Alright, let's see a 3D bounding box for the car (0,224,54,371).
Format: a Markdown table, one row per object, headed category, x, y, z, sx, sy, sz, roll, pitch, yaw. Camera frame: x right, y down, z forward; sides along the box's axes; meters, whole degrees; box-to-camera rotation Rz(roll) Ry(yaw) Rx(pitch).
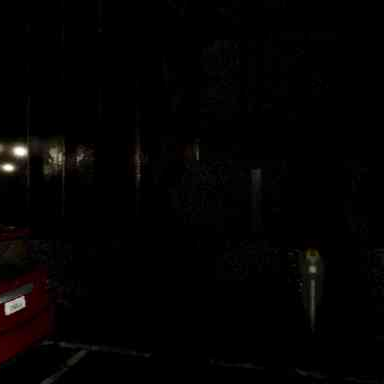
| category | x | y | z | sx | sy | sz | roll | pitch | yaw |
| --- | --- | --- | --- | --- | --- | --- | --- | --- | --- |
| car | -4.237 | 1.319 | 4.167 | 5.009 | 1.841 | 2.192 | 0 | 0 | 13 |
